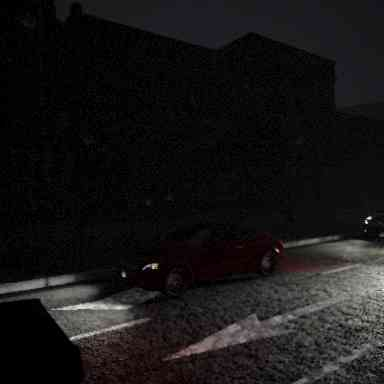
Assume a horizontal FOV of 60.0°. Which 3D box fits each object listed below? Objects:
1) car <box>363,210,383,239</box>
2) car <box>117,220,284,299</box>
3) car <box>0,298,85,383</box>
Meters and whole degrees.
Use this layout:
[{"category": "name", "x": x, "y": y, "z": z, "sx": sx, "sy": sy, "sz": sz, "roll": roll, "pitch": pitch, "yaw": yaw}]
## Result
[{"category": "car", "x": 9.875, "y": 1.236, "z": 15.334, "sx": 4.553, "sy": 1.767, "sz": 2.097, "roll": -1, "pitch": 0, "yaw": -35}, {"category": "car", "x": 0.421, "y": 1.494, "z": 8.545, "sx": 4.674, "sy": 1.442, "sz": 1.812, "roll": 0, "pitch": 0, "yaw": -36}, {"category": "car", "x": -3.393, "y": 1.614, "z": 2.361, "sx": 4.718, "sy": 1.301, "sz": 1.895, "roll": 0, "pitch": 0, "yaw": -36}]
